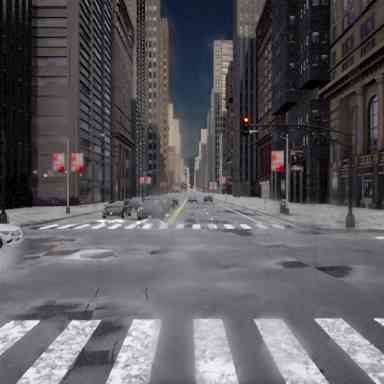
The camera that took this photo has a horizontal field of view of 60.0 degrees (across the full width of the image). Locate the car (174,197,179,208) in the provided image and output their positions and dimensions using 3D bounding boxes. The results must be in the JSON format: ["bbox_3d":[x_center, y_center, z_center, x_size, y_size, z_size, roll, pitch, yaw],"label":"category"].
[{"bbox_3d":[-3.337,1.530,46.482,1.994,1.385,4.181,0,0,0],"label":"car"}]

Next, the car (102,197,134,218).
[{"bbox_3d":[-6.599,1.487,29.576,1.837,1.490,4.892,0,0,0],"label":"car"}]

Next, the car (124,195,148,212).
[{"bbox_3d":[-6.595,1.325,39.730,2.097,1.767,4.553,0,0,0],"label":"car"}]

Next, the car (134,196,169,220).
[{"bbox_3d":[-3.289,1.336,27.675,2.097,1.767,4.553,0,0,-2],"label":"car"}]

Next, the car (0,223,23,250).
[{"bbox_3d":[-9.052,1.532,12.644,4.674,1.442,1.812,-1,0,-15],"label":"car"}]

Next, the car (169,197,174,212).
[{"bbox_3d":[-3.350,1.502,36.459,1.812,1.442,4.674,0,0,0],"label":"car"}]

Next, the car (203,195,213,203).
[{"bbox_3d":[3.353,1.424,69.902,1.837,1.490,4.892,0,0,0],"label":"car"}]

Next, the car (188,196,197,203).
[{"bbox_3d":[0.103,1.467,69.814,2.033,1.411,5.357,0,0,0],"label":"car"}]

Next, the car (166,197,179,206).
[{"bbox_3d":[-3.311,1.551,56.499,1.895,1.301,4.718,0,0,0],"label":"car"}]

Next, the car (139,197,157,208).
[{"bbox_3d":[-6.586,1.509,50.027,2.033,1.411,5.357,0,0,0],"label":"car"}]
